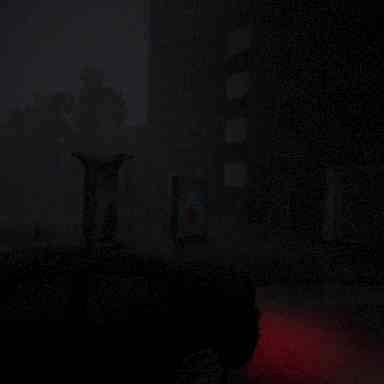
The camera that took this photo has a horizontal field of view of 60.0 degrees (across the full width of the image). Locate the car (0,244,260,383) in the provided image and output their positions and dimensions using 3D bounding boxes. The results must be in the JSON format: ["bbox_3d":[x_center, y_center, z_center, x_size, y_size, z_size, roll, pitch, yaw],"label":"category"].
[{"bbox_3d":[-1.612,1.360,3.496,5.008,1.535,1.882,1,0,-27],"label":"car"}]
